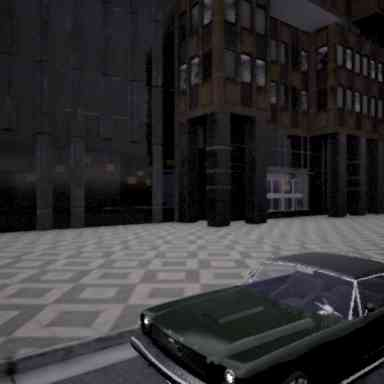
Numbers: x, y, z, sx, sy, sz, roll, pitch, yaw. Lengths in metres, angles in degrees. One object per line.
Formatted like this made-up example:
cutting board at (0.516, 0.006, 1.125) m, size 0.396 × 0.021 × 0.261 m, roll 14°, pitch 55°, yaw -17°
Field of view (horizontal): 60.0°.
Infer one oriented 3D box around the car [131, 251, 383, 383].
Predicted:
car at (1.629, 1.604, 4.546) m, size 4.718 × 1.301 × 1.895 m, roll 0°, pitch 0°, yaw -36°
